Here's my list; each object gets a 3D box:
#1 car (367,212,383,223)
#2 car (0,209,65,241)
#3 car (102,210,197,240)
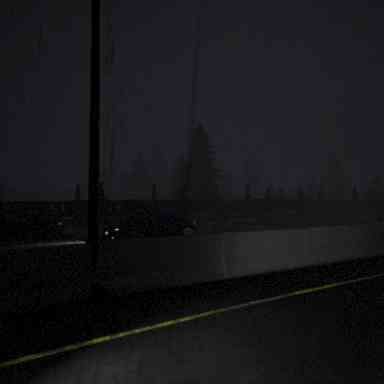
[{"bbox_3d":[11.723,1.507,17.994,4.902,1.511,2.128,0,0,-22],"label":"car"},{"bbox_3d":[-8.609,1.497,14.893,5.357,1.411,2.033,0,0,-34],"label":"car"},{"bbox_3d":[-1.843,1.536,14.944,4.181,1.385,1.994,0,0,-31],"label":"car"}]
